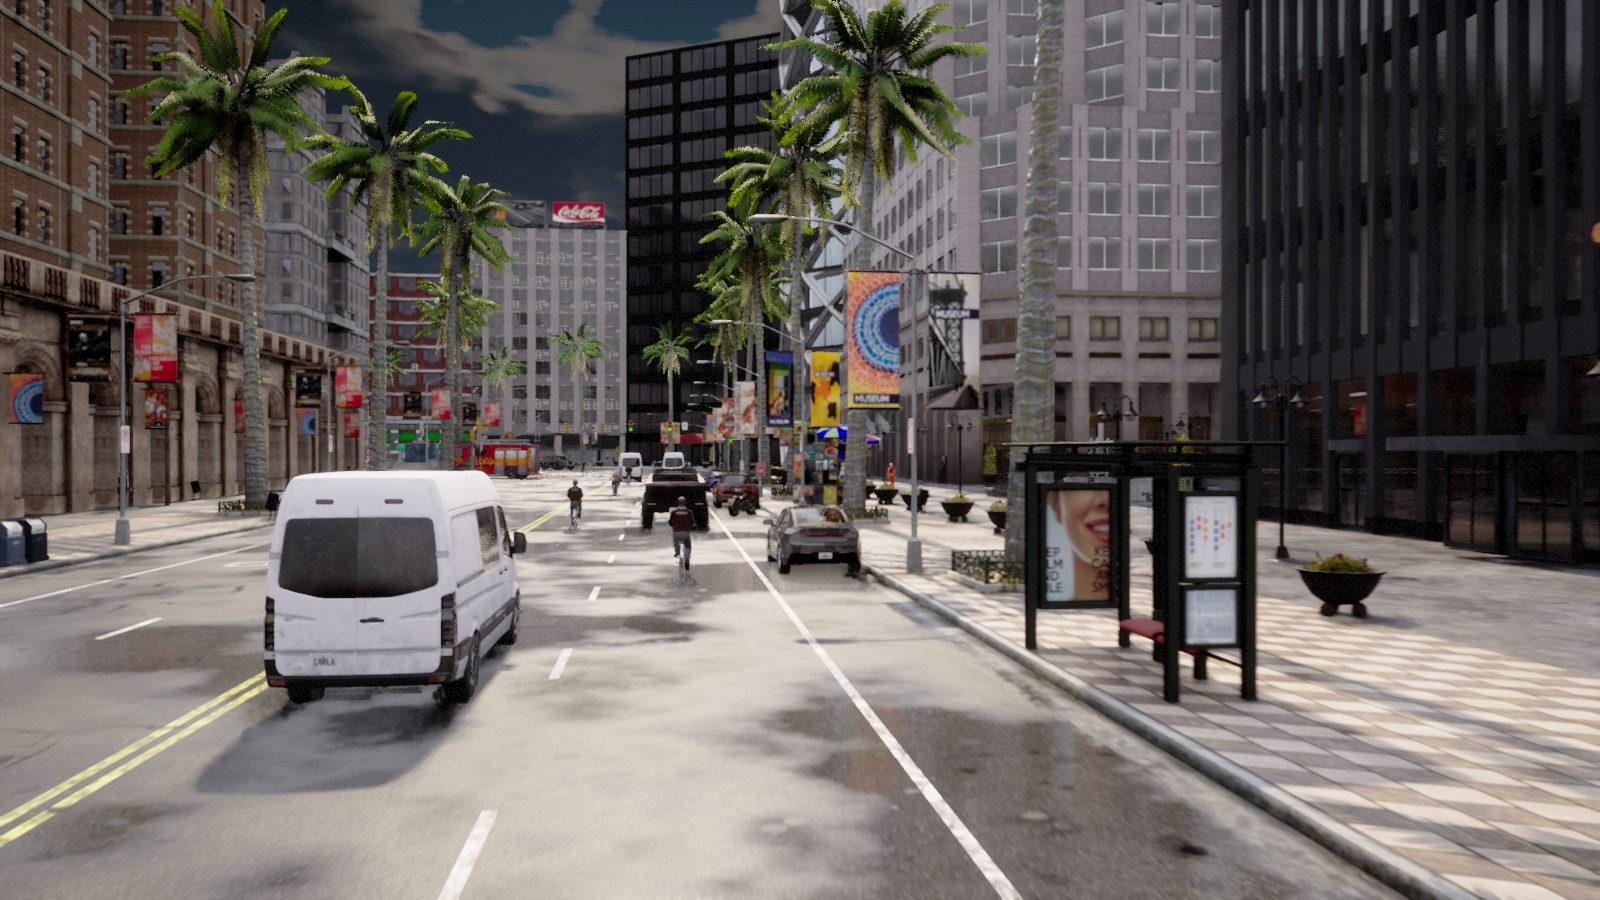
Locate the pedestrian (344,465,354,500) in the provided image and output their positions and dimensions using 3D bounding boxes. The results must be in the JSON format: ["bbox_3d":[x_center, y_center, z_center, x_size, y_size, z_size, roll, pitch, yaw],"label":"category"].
[{"bbox_3d":[-23.818,1.702,60.289,0.375,1.860,0.375,0,0,2],"label":"pedestrian"}]

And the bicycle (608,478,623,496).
[{"bbox_3d":[-11.379,2.259,70.627,0.859,1.080,1.487,0,0,-7],"label":"bicycle"}]

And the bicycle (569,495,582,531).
[{"bbox_3d":[-7.946,2.212,40.478,0.329,1.171,1.835,0,0,-7],"label":"bicycle"}]

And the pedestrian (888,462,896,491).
[{"bbox_3d":[5.873,1.709,72.907,0.375,1.860,0.375,0,0,-17],"label":"pedestrian"}]

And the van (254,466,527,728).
[{"bbox_3d":[-4.877,1.535,14.623,1.988,2.561,5.915,0,0,-7],"label":"van"}]

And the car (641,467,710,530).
[{"bbox_3d":[-4.734,1.754,43.155,2.390,2.098,6.274,0,0,-7],"label":"car"}]

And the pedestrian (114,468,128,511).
[{"bbox_3d":[-29.199,1.705,49.150,0.375,1.860,0.375,0,0,0],"label":"pedestrian"}]

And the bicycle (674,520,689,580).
[{"bbox_3d":[-2.658,2.210,25.579,0.329,1.171,1.835,0,0,-6],"label":"bicycle"}]

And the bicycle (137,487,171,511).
[{"bbox_3d":[-30.029,2.263,53.099,0.859,1.080,1.487,0,0,-6],"label":"bicycle"}]

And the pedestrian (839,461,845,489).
[{"bbox_3d":[2.872,1.699,77.627,0.375,1.860,0.375,0,0,-4],"label":"pedestrian"}]
